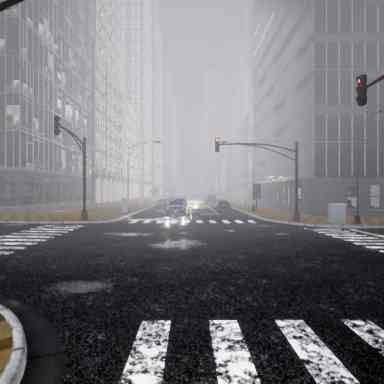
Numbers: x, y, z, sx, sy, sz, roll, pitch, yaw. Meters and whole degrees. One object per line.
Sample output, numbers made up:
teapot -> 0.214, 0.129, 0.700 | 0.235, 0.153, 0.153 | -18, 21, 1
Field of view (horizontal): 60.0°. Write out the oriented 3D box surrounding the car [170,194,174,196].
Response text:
car -> -4.241, 1.564, 63.891 | 1.947, 1.339, 4.313 | 0, 0, 0

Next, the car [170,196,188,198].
car -> -1.630, 1.539, 42.176 | 1.812, 1.442, 4.674 | 0, 0, 0

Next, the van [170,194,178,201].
van -> -4.349, 1.321, 80.474 | 1.690, 1.788, 3.998 | 0, 0, 0

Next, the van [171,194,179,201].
van -> -4.385, 1.315, 86.001 | 1.690, 1.788, 3.998 | 0, 0, 0

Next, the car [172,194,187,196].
car -> -1.692, 1.500, 52.457 | 2.128, 1.511, 4.902 | 0, 0, 0

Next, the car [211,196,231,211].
car -> 3.832, 1.579, 41.834 | 1.947, 1.339, 4.313 | 0, 0, 0

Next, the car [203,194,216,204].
car -> 3.639, 1.313, 63.942 | 2.192, 1.841, 5.009 | 0, 0, 0

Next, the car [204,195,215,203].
car -> 3.603, 1.432, 69.470 | 1.967, 1.590, 4.097 | 0, 0, 0

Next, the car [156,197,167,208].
car -> -4.133, 1.593, 47.309 | 1.802, 1.307, 4.206 | 0, 0, 0

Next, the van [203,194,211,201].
van -> 3.531, 1.321, 80.525 | 1.690, 1.788, 3.998 | 0, 0, 0

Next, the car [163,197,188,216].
car -> -1.571, 1.543, 33.059 | 1.812, 1.442, 4.674 | 0, 0, 0
